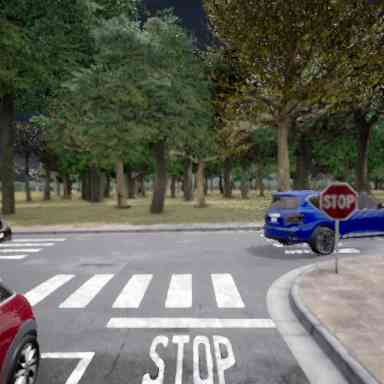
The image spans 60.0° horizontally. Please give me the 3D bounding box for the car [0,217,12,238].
[{"bbox_3d":[-9.525,1.246,11.791,5.566,2.045,2.150,-1,1,-1],"label":"car"}]

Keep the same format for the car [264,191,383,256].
[{"bbox_3d":[5.320,0.956,12.050,5.566,2.045,2.150,-2,0,-19],"label":"car"}]

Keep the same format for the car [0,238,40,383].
[{"bbox_3d":[-2.653,1.414,1.992,1.967,1.590,4.097,-1,1,0],"label":"car"}]
